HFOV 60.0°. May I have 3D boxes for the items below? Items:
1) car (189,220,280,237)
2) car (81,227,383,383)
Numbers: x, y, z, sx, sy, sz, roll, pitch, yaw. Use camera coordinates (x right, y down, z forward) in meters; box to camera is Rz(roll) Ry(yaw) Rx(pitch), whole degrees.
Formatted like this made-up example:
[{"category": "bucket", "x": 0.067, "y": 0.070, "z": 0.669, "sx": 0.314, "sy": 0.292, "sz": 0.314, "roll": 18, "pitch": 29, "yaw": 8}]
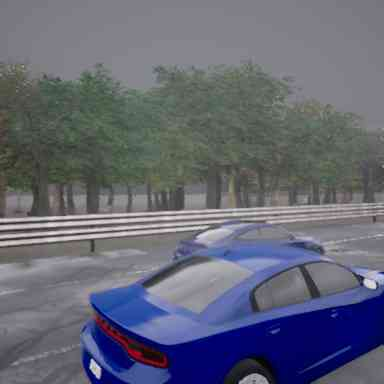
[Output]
[{"category": "car", "x": 1.686, "y": 1.496, "z": 9.169, "sx": 4.674, "sy": 1.442, "sz": 1.812, "roll": 0, "pitch": 0, "yaw": -35}, {"category": "car", "x": 1.133, "y": 1.462, "z": 4.512, "sx": 5.008, "sy": 1.535, "sz": 1.882, "roll": 0, "pitch": 0, "yaw": -35}]
